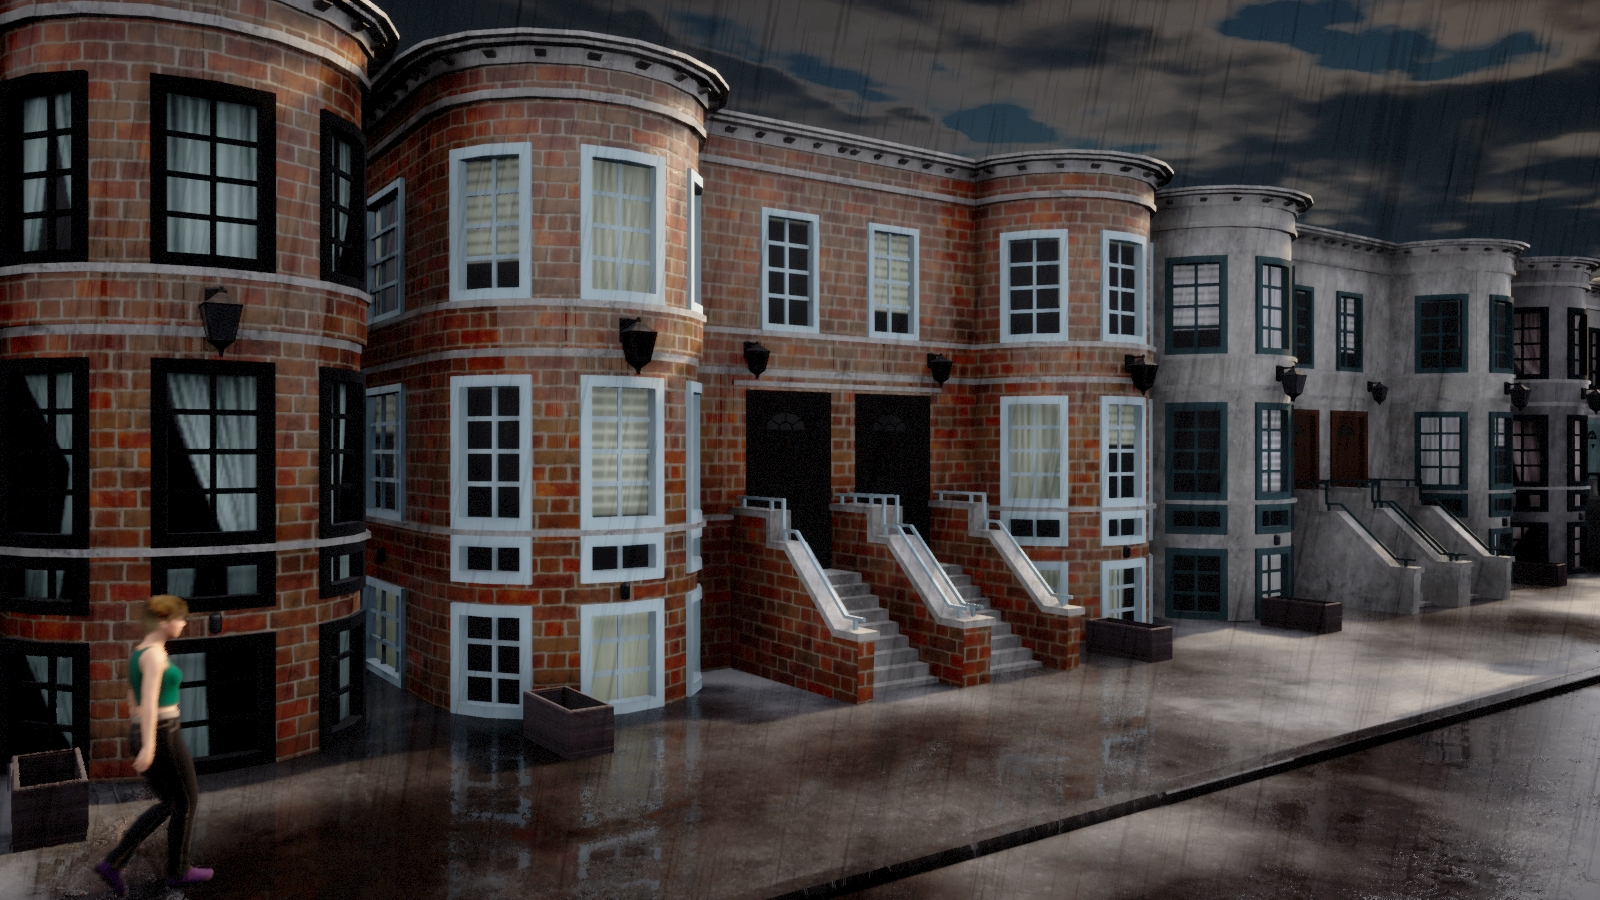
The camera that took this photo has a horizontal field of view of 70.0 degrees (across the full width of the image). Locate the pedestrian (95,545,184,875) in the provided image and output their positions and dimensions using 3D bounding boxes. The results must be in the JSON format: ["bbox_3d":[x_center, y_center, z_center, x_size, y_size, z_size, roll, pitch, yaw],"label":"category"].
[{"bbox_3d":[-3.964,1.523,6.857,0.375,1.860,0.375,0,0,44],"label":"pedestrian"}]
